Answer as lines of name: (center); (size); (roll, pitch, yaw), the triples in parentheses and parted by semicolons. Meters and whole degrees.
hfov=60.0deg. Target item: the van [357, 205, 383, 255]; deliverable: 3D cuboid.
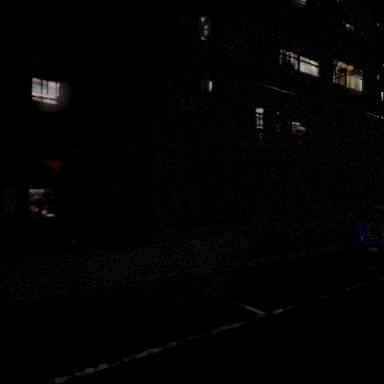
van: (7.569, 1.335, 11.954); (3.998, 1.788, 1.690); (0, 0, -35)
